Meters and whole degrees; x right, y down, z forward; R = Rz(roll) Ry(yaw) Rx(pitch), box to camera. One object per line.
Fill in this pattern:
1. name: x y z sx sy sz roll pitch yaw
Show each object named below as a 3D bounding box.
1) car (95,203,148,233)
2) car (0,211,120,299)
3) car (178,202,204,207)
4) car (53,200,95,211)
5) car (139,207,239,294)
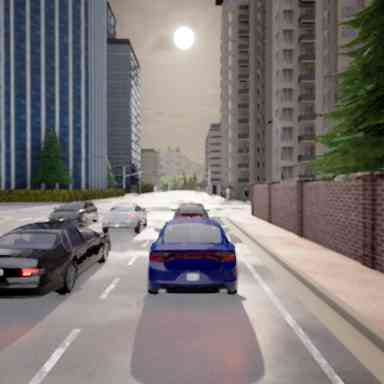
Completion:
1. car: -3.545 1.326 18.003 1.812 1.442 4.674 0 1 0
2. car: -3.489 1.452 8.416 2.033 1.411 5.357 0 1 0
3. car: -0.042 1.304 18.047 1.837 1.490 4.892 0 1 0
4. car: -7.158 1.284 20.520 1.837 1.490 4.892 0 0 0
5. car: 0.004 1.381 8.574 1.882 1.535 5.008 0 1 0
